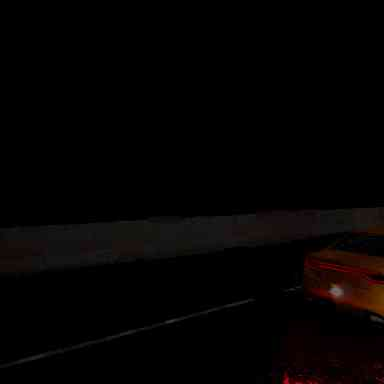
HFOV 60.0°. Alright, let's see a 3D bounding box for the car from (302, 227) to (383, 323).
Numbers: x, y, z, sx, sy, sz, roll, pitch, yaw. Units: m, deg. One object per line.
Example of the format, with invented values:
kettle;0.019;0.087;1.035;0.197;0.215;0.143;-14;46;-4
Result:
car;4.367;1.463;6.847;5.008;1.535;1.882;0;0;-36
